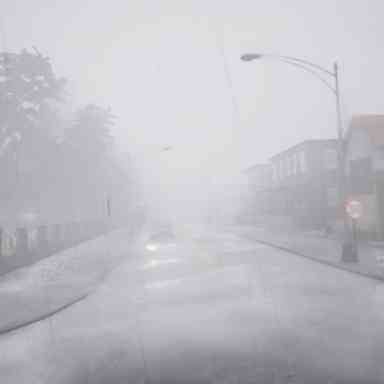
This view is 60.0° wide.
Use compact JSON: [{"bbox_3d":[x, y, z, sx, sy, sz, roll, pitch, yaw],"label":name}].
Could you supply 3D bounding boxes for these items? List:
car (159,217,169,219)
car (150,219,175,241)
[{"bbox_3d":[-4.073,4.317,48.499,1.895,1.301,4.718,-2,-3,-5],"label":"car"},{"bbox_3d":[-2.326,3.104,26.591,1.895,1.301,4.718,-2,-3,-5],"label":"car"}]
